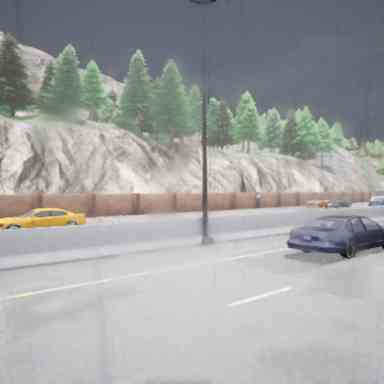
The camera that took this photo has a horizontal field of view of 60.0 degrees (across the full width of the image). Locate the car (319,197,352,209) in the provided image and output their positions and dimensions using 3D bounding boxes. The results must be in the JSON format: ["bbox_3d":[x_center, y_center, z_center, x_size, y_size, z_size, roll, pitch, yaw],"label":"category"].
[{"bbox_3d":[20.184,1.577,45.771,4.902,1.511,2.128,0,0,-38],"label":"car"}]

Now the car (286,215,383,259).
[{"bbox_3d":[5.886,1.572,12.694,5.357,1.411,2.033,0,0,-37],"label":"car"}]

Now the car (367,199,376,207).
[{"bbox_3d":[25.921,1.552,45.724,4.674,1.442,1.812,0,0,-38],"label":"car"}]

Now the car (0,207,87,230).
[{"bbox_3d":[-8.739,1.691,19.375,5.008,1.535,1.882,0,-1,-38],"label":"car"}]

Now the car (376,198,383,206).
[{"bbox_3d":[25.026,1.497,40.683,4.902,1.511,2.128,0,-1,-38],"label":"car"}]

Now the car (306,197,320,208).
[{"bbox_3d":[18.760,1.471,49.110,4.553,1.767,2.097,-1,0,-38],"label":"car"}]
